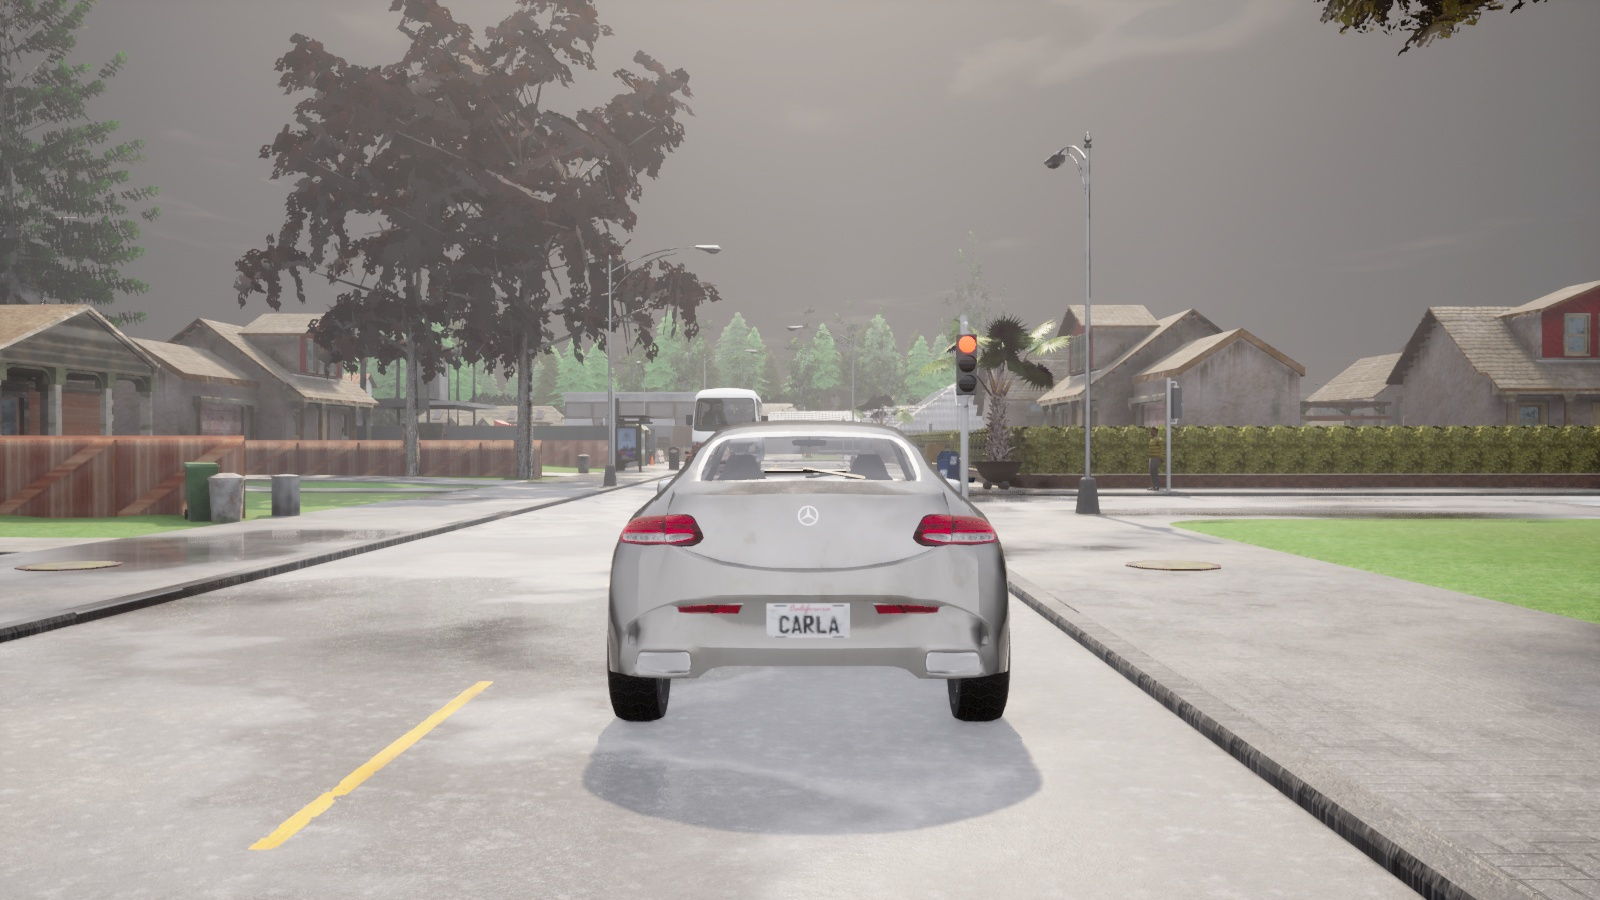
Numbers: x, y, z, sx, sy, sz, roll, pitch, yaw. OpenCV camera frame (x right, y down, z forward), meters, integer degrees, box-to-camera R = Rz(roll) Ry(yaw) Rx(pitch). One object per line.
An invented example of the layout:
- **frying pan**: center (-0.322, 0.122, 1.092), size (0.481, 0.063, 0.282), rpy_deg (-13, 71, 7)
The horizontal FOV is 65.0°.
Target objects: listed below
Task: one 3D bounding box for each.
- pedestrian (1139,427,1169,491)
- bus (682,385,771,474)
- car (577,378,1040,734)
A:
- **pedestrian**: center (10.225, 0.260, 36.252), size (0.709, 1.840, 0.431), rpy_deg (0, 0, -14)
- **bus**: center (-3.622, -1.001, 65.183), size (3.944, 4.253, 10.273), rpy_deg (0, 0, 0)
- **car**: center (0.062, 0.478, 8.355), size (2.152, 1.651, 5.027), rpy_deg (0, 0, 1)
